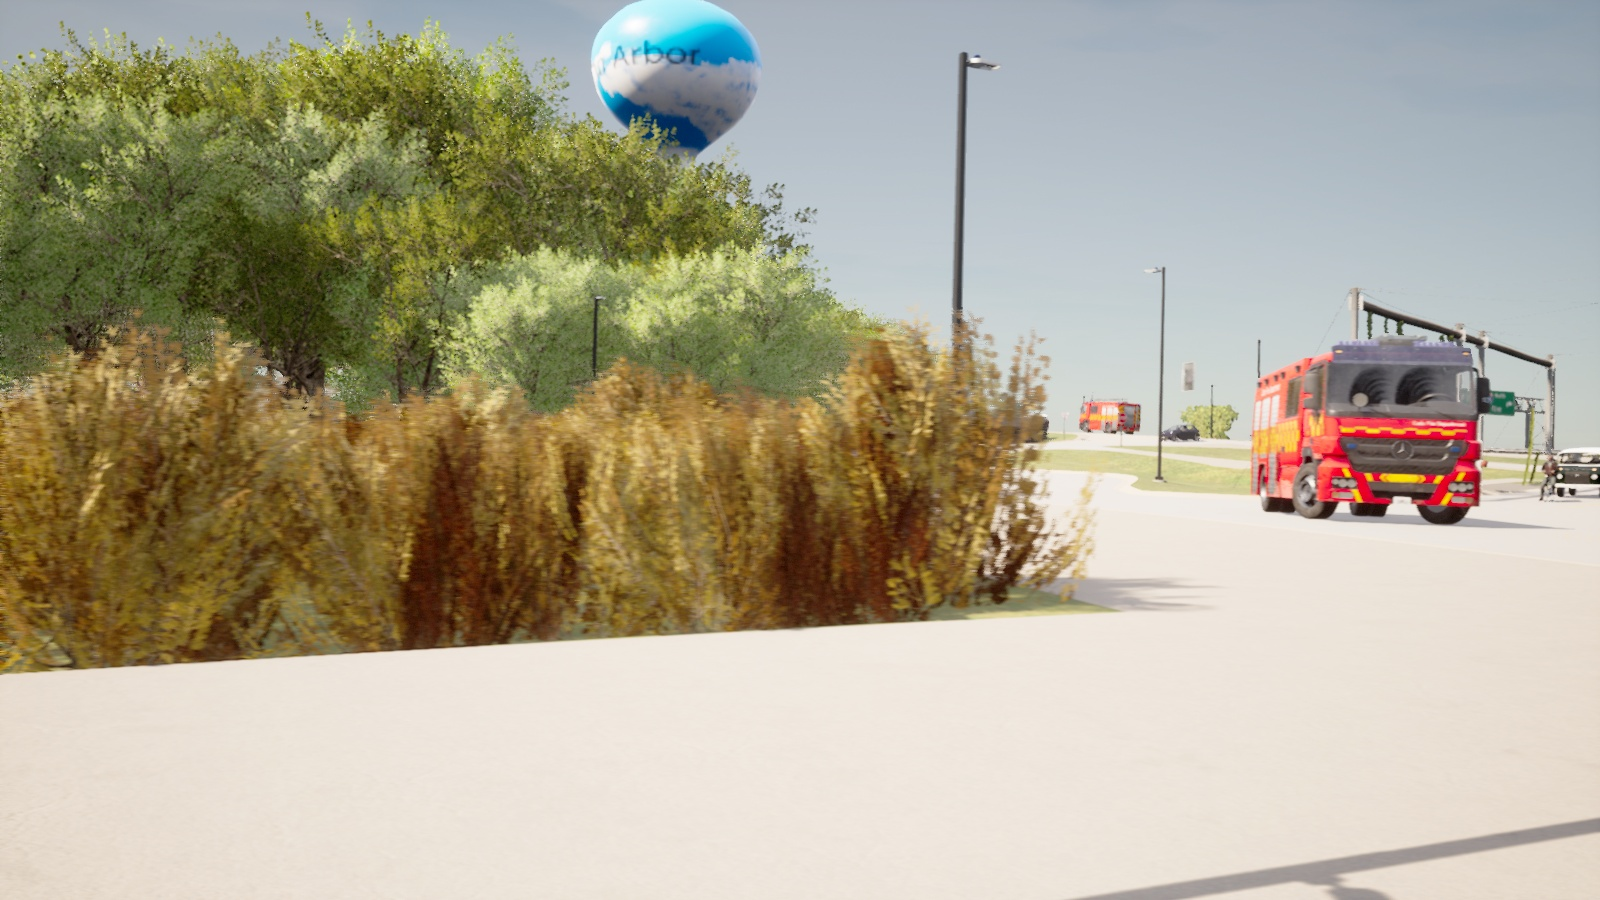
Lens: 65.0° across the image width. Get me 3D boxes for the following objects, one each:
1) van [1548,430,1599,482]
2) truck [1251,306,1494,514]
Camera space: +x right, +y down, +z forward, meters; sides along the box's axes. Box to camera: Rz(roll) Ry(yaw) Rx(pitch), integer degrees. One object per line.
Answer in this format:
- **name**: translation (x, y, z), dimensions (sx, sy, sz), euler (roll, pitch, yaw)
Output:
- **van**: translation (32.627, 0.213, 51.986), dimensions (2.069, 2.038, 4.480), euler (-1, 0, 41)
- **truck**: translation (12.104, -0.682, 27.499), dimensions (2.891, 3.827, 8.468), euler (1, -1, 11)
